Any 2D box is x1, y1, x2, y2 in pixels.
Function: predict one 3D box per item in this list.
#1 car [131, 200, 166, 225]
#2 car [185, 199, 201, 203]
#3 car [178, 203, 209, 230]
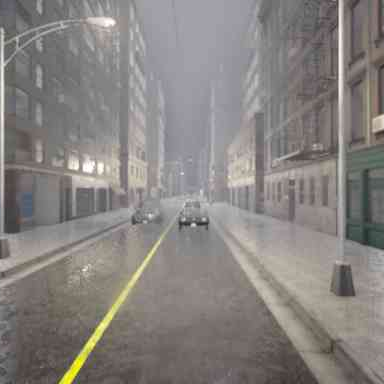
[{"bbox_3d":[-3.094,1.410,24.289,2.097,1.767,4.553,0,0,0],"label":"car"},{"bbox_3d":[0.102,1.589,41.796,2.128,1.511,4.902,0,0,0],"label":"car"},{"bbox_3d":[0.102,1.653,21.761,1.895,1.301,4.718,0,0,0],"label":"car"}]
